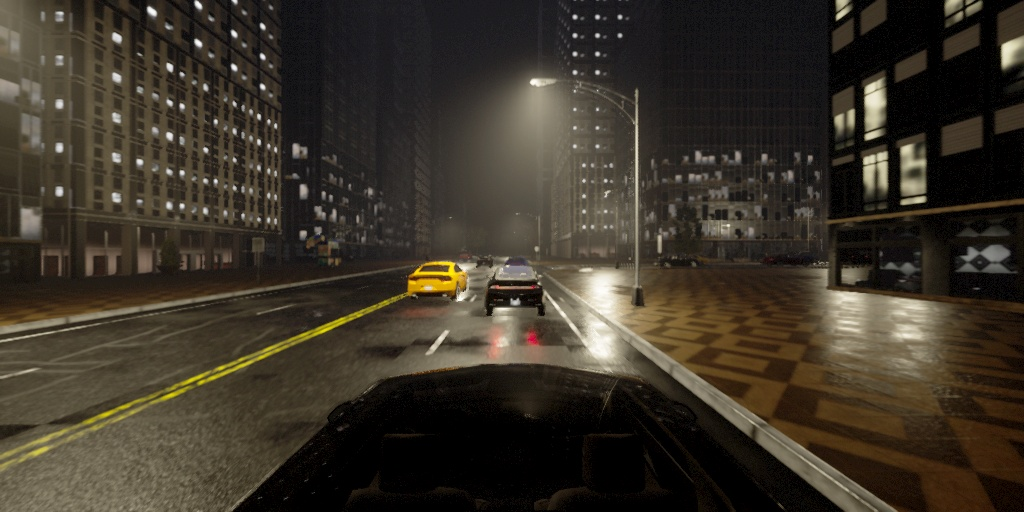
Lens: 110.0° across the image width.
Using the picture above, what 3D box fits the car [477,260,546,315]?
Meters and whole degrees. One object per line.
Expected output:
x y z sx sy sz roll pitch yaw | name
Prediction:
0.097 1.076 12.606 2.128 1.511 4.902 0 1 0 | car

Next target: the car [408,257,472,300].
-3.156 1.009 16.043 1.882 1.535 5.008 0 1 0 | car

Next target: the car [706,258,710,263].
21.954 0.436 44.719 4.829 1.417 1.751 0 0 -1 | car

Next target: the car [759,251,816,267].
27.793 0.432 36.416 4.207 1.307 1.802 0 0 -1 | car

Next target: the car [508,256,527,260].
0.478 0.758 30.962 1.882 1.535 5.008 0 2 5 | car

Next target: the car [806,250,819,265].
33.284 0.154 42.255 4.553 1.767 2.097 -1 0 0 | car

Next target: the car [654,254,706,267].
16.676 0.506 36.269 4.403 1.370 2.007 0 0 -1 | car

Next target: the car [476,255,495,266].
-3.169 0.610 42.956 2.128 1.511 4.902 0 0 0 | car

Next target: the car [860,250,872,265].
38.911 0.289 36.563 4.507 1.381 1.888 0 0 -1 | car

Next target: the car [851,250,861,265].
40.091 0.088 39.257 4.553 1.767 2.097 -1 0 0 | car
